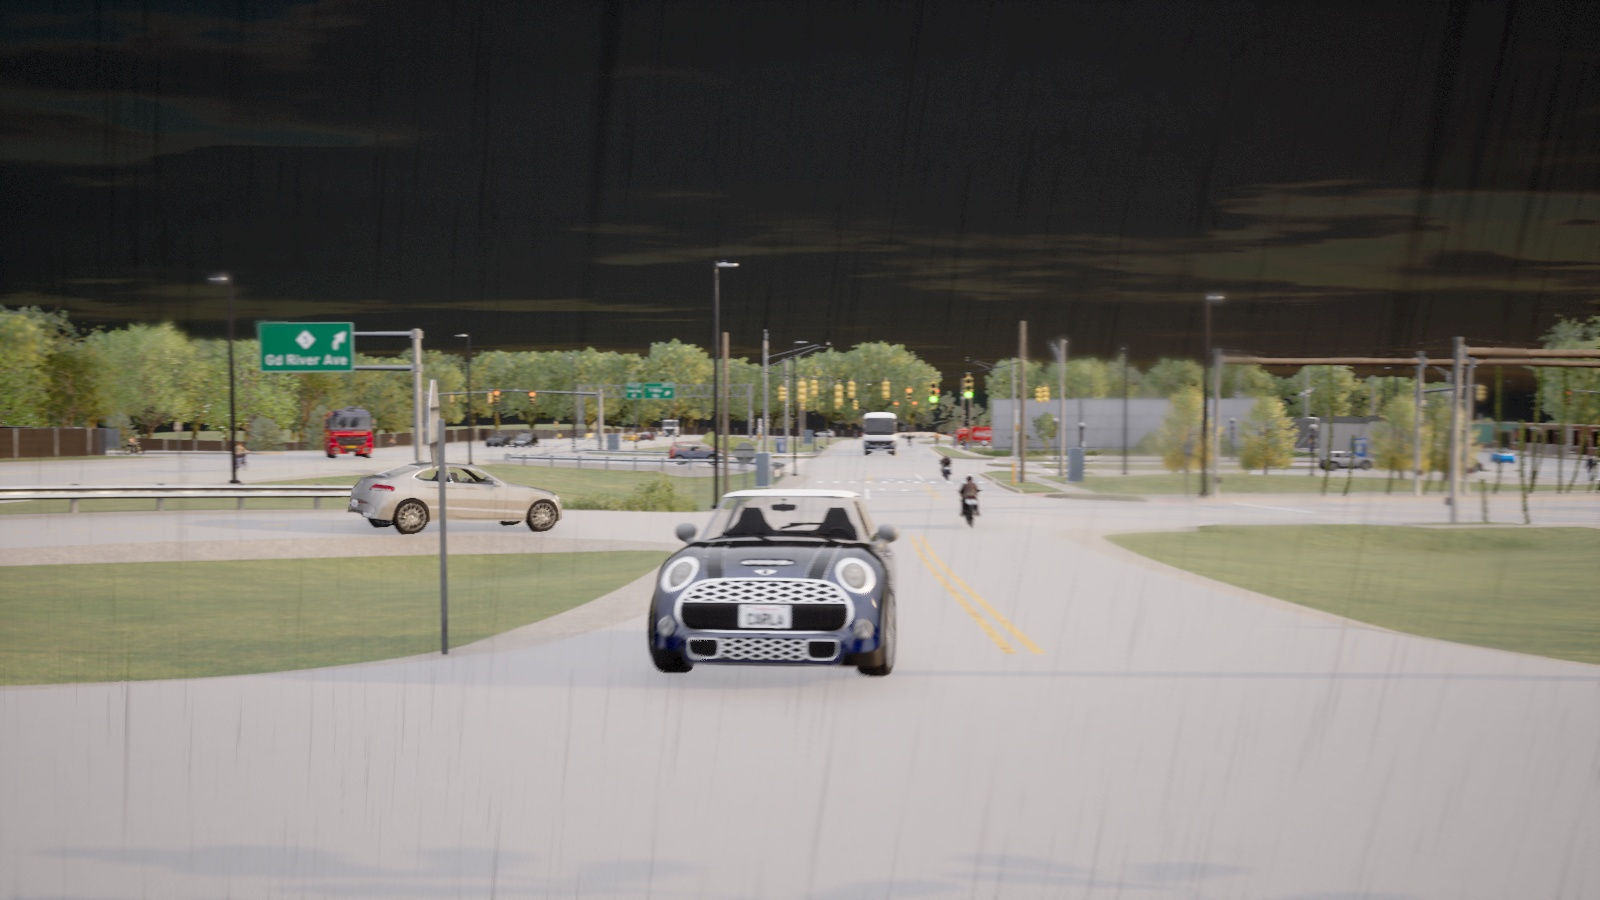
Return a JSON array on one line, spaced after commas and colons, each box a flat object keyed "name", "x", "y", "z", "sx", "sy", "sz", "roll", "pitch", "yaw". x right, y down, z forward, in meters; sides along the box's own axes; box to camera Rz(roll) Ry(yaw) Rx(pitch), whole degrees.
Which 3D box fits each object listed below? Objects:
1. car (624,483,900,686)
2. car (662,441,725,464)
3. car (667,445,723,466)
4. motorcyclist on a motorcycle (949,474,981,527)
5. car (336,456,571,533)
[{"name": "car", "x": -0.141, "y": 1.045, "z": 11.145, "sx": 1.970, "sy": 1.475, "sz": 3.806, "roll": -1, "pitch": -2, "yaw": 6}, {"name": "car", "x": -8.215, "y": 0.158, "z": 96.979, "sx": 4.611, "sy": 1.667, "sz": 2.242, "roll": 0, "pitch": 1, "yaw": 1}, {"name": "car", "x": -7.805, "y": 0.383, "z": 93.217, "sx": 3.806, "sy": 1.475, "sz": 1.970, "roll": 0, "pitch": 1, "yaw": 7}, {"name": "motorcyclist on a motorcycle", "x": 4.912, "y": 1.486, "z": 37.522, "sx": 0.797, "sy": 1.523, "sz": 2.044, "roll": 0, "pitch": 0, "yaw": 4}, {"name": "car", "x": -8.390, "y": 1.046, "z": 30.638, "sx": 5.027, "sy": 1.651, "sz": 2.152, "roll": 1, "pitch": 1, "yaw": -38}]
